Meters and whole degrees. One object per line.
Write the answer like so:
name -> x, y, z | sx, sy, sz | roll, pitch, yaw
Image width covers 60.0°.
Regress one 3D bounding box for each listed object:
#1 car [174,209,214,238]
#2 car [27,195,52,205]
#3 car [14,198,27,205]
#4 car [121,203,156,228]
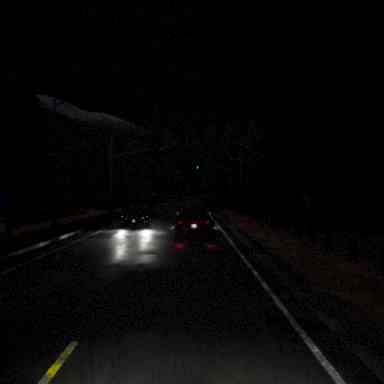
car -> 0.098, 1.559, 17.564 | 1.994, 1.385, 4.181 | 0, 0, 0
car -> -25.027, 1.145, 55.311 | 1.932, 1.855, 4.605 | 0, 0, -1
car -> -27.531, 1.147, 54.864 | 1.905, 1.878, 3.866 | 0, 0, -1
car -> -3.505, 1.511, 22.448 | 1.837, 1.490, 4.892 | 0, 0, 0
